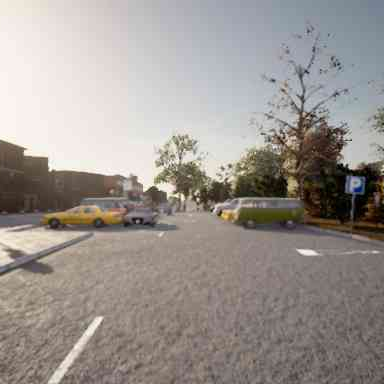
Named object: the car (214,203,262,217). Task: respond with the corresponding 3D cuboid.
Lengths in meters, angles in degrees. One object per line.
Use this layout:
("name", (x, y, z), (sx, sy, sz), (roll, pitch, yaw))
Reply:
("car", (4.911, 1.913, 36.073), (4.892, 1.521, 2.231), (0, -2, -1))

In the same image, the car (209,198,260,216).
("car", (4.865, 1.739, 38.748), (5.566, 2.045, 2.435), (0, -2, -1))

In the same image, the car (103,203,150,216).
("car", (-7.362, 1.964, 37.763), (5.008, 1.535, 2.097), (0, -2, -1))

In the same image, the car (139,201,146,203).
("car", (-7.311, 1.628, 34.854), (5.566, 2.045, 2.435), (0, -1, 0))

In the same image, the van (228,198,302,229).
("van", (4.877, 1.382, 22.116), (4.442, 1.987, 1.878), (0, -1, 0))

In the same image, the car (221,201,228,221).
("car", (5.166, 1.651, 24.907), (5.366, 1.575, 1.946), (0, -1, 0))

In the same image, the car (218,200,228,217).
("car", (5.155, 1.701, 27.568), (5.366, 1.575, 1.946), (0, -1, 0))

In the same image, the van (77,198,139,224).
("van", (-7.188, 1.506, 28.663), (4.442, 1.987, 1.878), (0, -1, 0))

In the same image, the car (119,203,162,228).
("car", (-3.449, 1.710, 23.120), (1.994, 1.385, 4.181), (0, -1, 0))

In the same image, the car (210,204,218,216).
("car", (4.915, 1.582, 33.288), (5.566, 2.045, 2.435), (0, -2, -1))

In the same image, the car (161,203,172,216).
("car", (-3.467, 2.073, 40.596), (2.128, 1.511, 4.902), (0, -2, -1))
